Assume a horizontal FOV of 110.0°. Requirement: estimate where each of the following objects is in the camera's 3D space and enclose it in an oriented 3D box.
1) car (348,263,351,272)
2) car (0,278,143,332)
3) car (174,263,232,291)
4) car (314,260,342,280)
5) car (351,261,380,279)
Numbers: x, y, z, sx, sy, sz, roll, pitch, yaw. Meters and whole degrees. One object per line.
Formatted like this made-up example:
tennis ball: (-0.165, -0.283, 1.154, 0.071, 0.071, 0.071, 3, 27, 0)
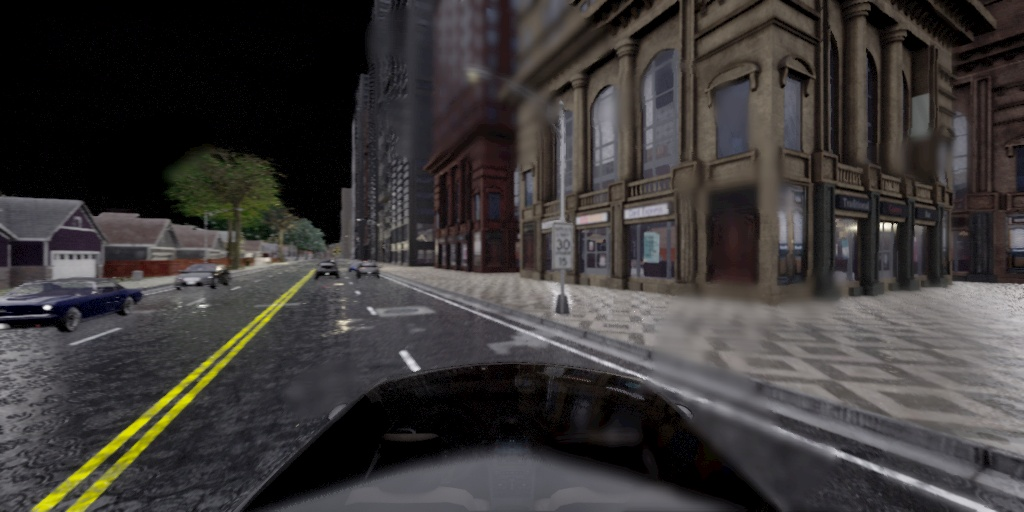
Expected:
car: (-19.952, 1.298, 46.139, 1.994, 1.385, 4.181, 0, 0, -26)
car: (-12.928, 1.333, 10.323, 1.895, 1.301, 4.718, 0, 0, -27)
car: (-18.843, 1.218, 22.047, 2.128, 1.511, 4.902, 0, 0, -27)
car: (-16.291, 1.237, 31.705, 1.837, 1.490, 4.892, 0, -1, -26)
car: (-13.268, 1.232, 32.908, 2.128, 1.511, 4.902, 0, 0, -26)
